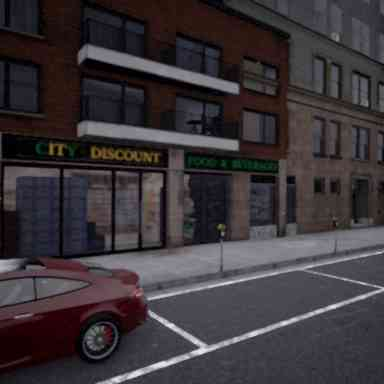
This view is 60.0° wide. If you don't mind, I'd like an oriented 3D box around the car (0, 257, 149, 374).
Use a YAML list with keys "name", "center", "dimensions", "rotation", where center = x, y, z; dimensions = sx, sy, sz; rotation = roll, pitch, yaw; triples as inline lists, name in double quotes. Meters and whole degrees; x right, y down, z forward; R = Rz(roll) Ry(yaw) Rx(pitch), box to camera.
- name: "car"
  center: [-2.598, 1.584, 4.335]
  dimensions: [4.206, 1.307, 1.802]
  rotation: [1, 0, -35]
